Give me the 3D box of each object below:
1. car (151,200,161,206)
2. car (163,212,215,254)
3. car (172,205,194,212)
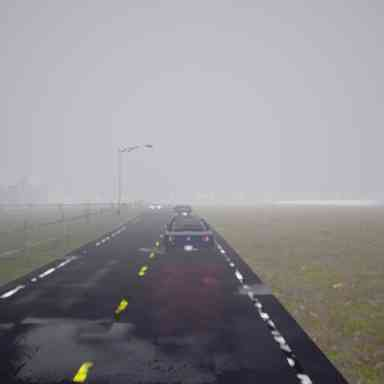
[{"bbox_3d":[-7.750,2.369,71.358,1.895,1.301,4.718,0,-1,-8],"label":"car"},{"bbox_3d":[-0.168,1.738,14.179,1.895,1.301,4.718,0,-1,-1],"label":"car"},{"bbox_3d":[-0.785,1.839,29.092,2.033,1.411,5.357,0,-1,-3],"label":"car"}]
